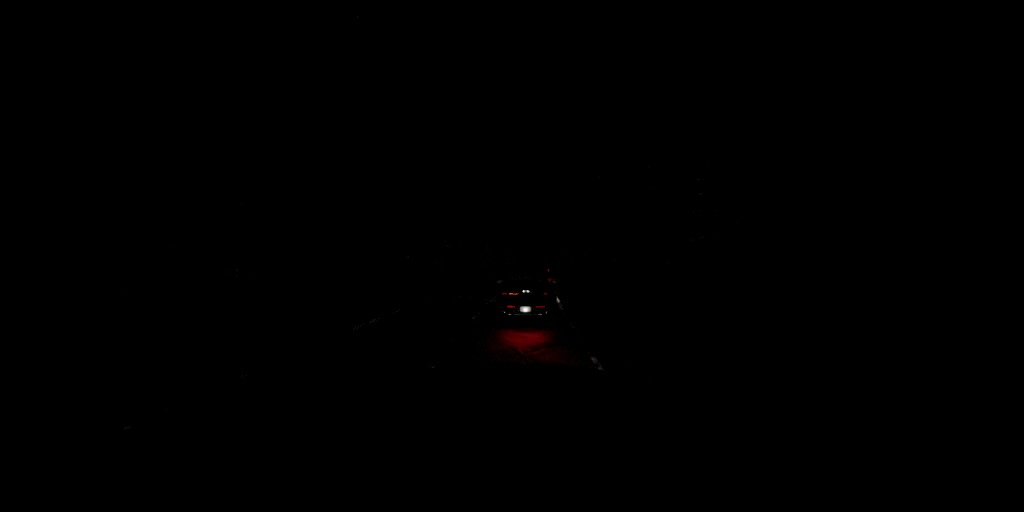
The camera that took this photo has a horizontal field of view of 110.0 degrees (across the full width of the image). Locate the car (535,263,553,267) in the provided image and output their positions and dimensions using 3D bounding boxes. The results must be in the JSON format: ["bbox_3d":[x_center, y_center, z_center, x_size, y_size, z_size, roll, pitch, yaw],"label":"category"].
[{"bbox_3d":[3.054,1.342,34.852,1.895,1.301,4.718,0,0,10],"label":"car"}]

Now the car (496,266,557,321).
[{"bbox_3d":[0.511,1.255,12.548,1.837,1.490,4.892,0,0,3],"label":"car"}]
